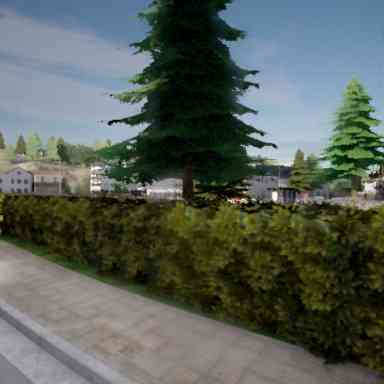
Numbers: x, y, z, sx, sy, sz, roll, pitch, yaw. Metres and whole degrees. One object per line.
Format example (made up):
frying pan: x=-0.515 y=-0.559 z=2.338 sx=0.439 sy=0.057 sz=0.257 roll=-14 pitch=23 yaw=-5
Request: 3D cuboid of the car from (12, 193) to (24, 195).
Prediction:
car: x=-39.545 y=1.253 z=74.164 sx=4.605 sy=1.855 sz=1.932 roll=0 pitch=0 yaw=-42

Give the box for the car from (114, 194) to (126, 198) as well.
car: x=-13.714 y=1.297 z=72.080 sx=4.605 sy=1.855 sz=1.932 roll=0 pitch=0 yaw=-42

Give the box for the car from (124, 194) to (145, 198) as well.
car: x=-8.885 y=1.542 z=55.428 sx=3.806 sy=1.475 sz=1.970 roll=0 pitch=0 yaw=-42

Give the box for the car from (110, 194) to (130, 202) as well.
car: x=-15.965 y=1.278 z=73.963 sx=3.866 sy=1.878 sz=1.905 roll=0 pitch=0 yaw=-42

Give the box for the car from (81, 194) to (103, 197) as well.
car: x=-24.530 y=1.368 z=83.468 sx=5.027 sy=1.636 sz=2.152 roll=0 pitch=0 yaw=-42
